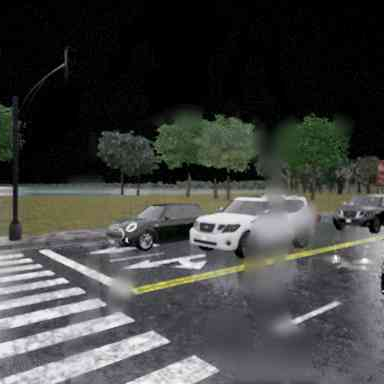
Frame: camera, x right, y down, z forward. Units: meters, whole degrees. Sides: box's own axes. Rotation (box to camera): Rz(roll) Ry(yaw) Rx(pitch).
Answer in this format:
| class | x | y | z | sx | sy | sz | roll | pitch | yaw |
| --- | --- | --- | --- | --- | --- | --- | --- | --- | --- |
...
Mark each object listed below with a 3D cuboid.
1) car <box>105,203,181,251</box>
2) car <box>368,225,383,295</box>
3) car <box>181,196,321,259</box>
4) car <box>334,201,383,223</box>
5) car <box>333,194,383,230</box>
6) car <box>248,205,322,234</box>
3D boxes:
| class | x | y | z | sx | sy | sz | roll | pitch | yaw |
| --- | --- | --- | --- | --- | --- | --- | --- | --- | --- |
| car | -1.268 | 1.279 | 13.898 | 4.553 | 1.767 | 2.097 | 0 | 0 | -40 |
| car | 5.599 | 1.488 | 6.804 | 4.902 | 1.511 | 2.128 | 0 | 0 | -40 |
| car | 2.510 | 1.172 | 12.825 | 5.566 | 2.045 | 2.150 | 0 | 0 | -40 |
| car | 13.156 | 1.457 | 26.017 | 4.674 | 1.442 | 1.812 | 0 | 0 | -40 |
| car | 10.446 | 1.174 | 19.500 | 5.566 | 2.045 | 2.150 | 0 | 0 | -40 |
| car | 5.609 | 1.530 | 19.689 | 4.718 | 1.301 | 1.895 | 0 | 0 | -40 |
